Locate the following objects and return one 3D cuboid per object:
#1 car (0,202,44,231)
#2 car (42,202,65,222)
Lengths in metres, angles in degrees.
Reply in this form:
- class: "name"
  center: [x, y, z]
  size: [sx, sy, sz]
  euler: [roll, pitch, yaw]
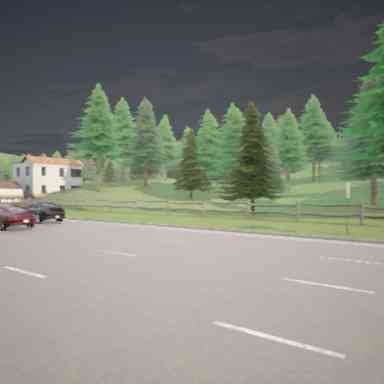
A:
- class: "car"
  center: [-11.606, 1.537, 20.838]
  size: [4.674, 1.442, 1.812]
  euler: [0, 0, 35]
- class: "car"
  center: [-11.563, 1.517, 25.122]
  size: [4.892, 1.490, 1.837]
  euler: [0, 0, 35]
